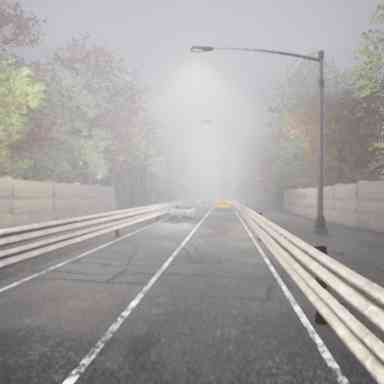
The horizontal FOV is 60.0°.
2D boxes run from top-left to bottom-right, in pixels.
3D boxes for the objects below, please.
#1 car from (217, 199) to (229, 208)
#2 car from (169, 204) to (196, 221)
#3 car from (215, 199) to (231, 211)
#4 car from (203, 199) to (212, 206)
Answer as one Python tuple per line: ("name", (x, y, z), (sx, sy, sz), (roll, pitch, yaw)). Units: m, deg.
("car", (5.205, 1.884, 55.536), (1.882, 1.535, 5.008), (0, -1, 6))
("car", (-0.760, 1.708, 28.810), (1.895, 1.301, 4.718), (0, 0, 6))
("car", (4.206, 1.744, 45.271), (1.882, 1.535, 5.008), (0, -1, 6))
("car", (3.287, 2.159, 69.390), (2.033, 1.411, 5.357), (0, -1, 6))
